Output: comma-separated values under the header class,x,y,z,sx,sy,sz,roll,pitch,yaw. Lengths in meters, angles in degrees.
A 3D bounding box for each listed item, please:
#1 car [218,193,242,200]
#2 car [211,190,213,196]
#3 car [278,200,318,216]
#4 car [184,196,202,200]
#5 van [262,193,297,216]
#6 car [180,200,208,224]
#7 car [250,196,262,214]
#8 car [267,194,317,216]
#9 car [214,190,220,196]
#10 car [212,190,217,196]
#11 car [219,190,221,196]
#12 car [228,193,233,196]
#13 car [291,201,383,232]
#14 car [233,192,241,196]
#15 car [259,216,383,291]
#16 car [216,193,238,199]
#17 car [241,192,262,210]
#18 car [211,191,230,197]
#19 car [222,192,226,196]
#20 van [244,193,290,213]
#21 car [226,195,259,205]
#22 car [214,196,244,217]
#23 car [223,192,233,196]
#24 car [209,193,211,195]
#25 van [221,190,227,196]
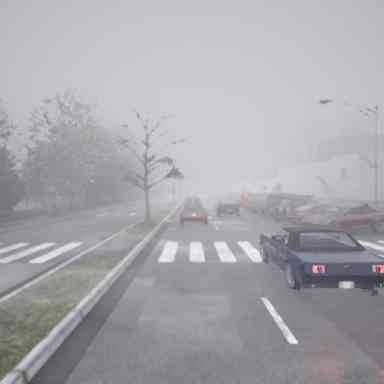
class,x,y,z,sx,sy,sz,roll,pitch,yaw
car,8.153,0.976,71.312,4.792,1.488,2.163,0,1,-20
car,8.148,0.710,86.203,4.892,1.521,2.231,0,1,-20
car,8.081,1.430,20.573,4.674,1.452,2.002,0,0,-20
car,0.132,1.228,41.702,2.097,1.767,4.553,0,0,0
van,8.201,1.147,26.580,4.442,1.987,1.878,0,0,-20
car,0.119,1.500,24.318,1.994,1.385,4.181,0,0,0
car,8.087,1.364,29.520,4.892,1.521,2.231,0,0,-20
car,8.059,1.255,23.545,4.553,1.767,2.185,0,0,-20
car,7.950,0.997,68.250,5.366,1.575,1.946,0,1,-20
car,7.956,0.890,74.216,5.366,1.575,1.946,0,1,-20
car,8.091,0.976,62.339,4.553,1.767,2.185,0,1,-20
car,8.081,1.311,47.414,4.792,1.488,2.163,0,1,-20
car,8.058,1.428,17.555,4.792,1.488,2.163,0,0,-20
car,8.129,1.083,38.484,5.566,2.045,2.435,0,0,-20
car,3.107,1.566,8.889,1.895,1.301,4.718,0,0,0
car,8.127,0.884,77.264,4.674,1.452,2.002,0,1,-20
car,8.072,1.102,32.488,5.566,2.045,2.435,0,0,-20
car,8.138,0.595,95.154,4.892,1.521,2.231,0,0,-20
car,8.110,1.227,56.382,4.674,1.452,2.002,0,1,-20
van,7.991,1.118,35.441,4.442,1.987,1.878,0,0,-20
car,8.139,1.255,53.410,4.792,1.488,2.163,0,1,-20
car,3.123,1.378,30.090,1.882,1.535,5.008,0,0,0
car,7.938,1.251,50.341,5.366,1.575,1.946,0,1,-20
car,8.168,0.416,89.201,5.566,2.045,2.435,0,1,-20
van,8.011,0.923,59.311,4.442,1.987,1.878,0,1,-20
